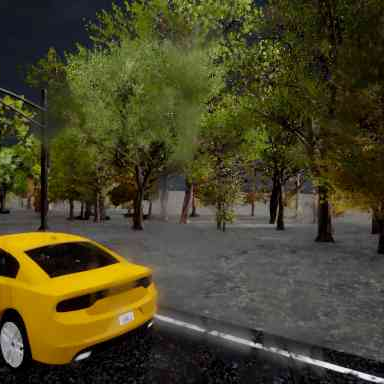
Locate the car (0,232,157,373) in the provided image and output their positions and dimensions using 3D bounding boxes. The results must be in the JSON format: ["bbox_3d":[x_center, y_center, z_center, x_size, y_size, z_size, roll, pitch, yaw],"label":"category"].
[{"bbox_3d":[-2.862,1.445,5.724,5.008,1.535,1.882,1,0,35],"label":"car"}]
